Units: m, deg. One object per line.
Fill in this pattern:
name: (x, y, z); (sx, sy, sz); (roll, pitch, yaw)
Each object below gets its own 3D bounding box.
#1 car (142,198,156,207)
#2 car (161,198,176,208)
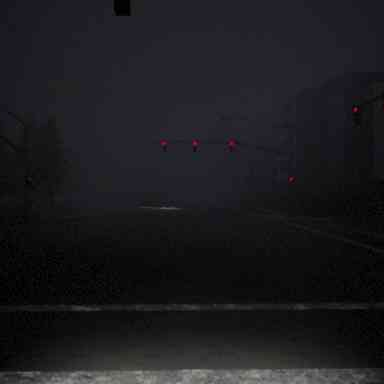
car: (-7.025, 1.670, 55.224); (2.033, 1.411, 5.357); (0, 0, 0)
car: (-3.553, 1.677, 51.400); (1.994, 1.385, 4.181); (0, 0, 0)
